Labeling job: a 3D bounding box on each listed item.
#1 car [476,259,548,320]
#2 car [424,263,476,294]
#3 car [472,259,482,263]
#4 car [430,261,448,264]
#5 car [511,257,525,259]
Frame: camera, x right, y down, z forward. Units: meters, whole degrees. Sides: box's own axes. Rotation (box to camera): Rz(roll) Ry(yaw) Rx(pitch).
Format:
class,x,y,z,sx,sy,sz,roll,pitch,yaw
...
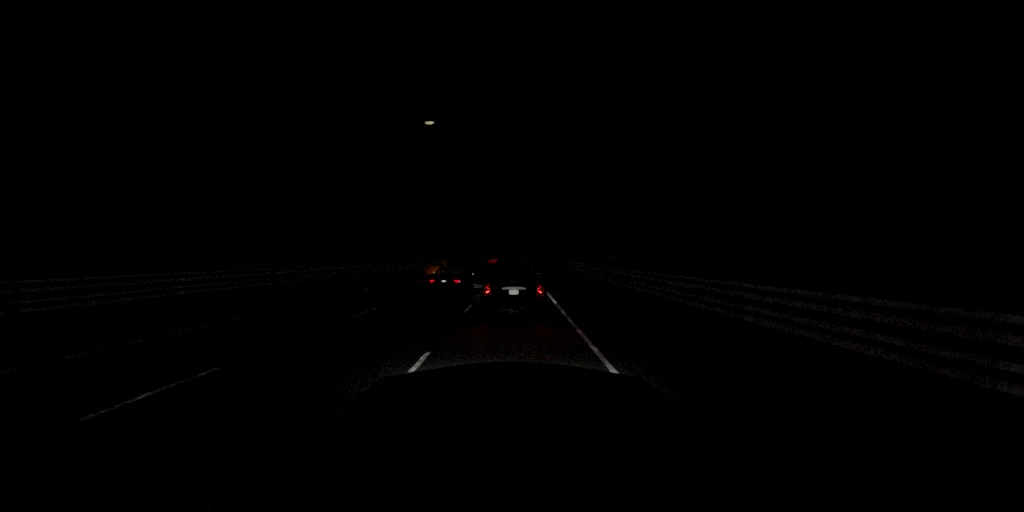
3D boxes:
class,x,y,z,sx,sy,sz,roll,pitch,yaw
car,0.079,1.101,12.833,2.097,1.767,4.553,0,0,1
car,-3.268,1.292,20.088,2.033,1.411,5.357,0,0,1
car,-5.365,1.219,57.652,1.994,1.385,4.181,0,0,3
car,-6.424,1.205,32.206,1.882,1.535,5.008,0,0,2
car,1.152,1.198,48.761,1.837,1.490,4.892,0,0,3
